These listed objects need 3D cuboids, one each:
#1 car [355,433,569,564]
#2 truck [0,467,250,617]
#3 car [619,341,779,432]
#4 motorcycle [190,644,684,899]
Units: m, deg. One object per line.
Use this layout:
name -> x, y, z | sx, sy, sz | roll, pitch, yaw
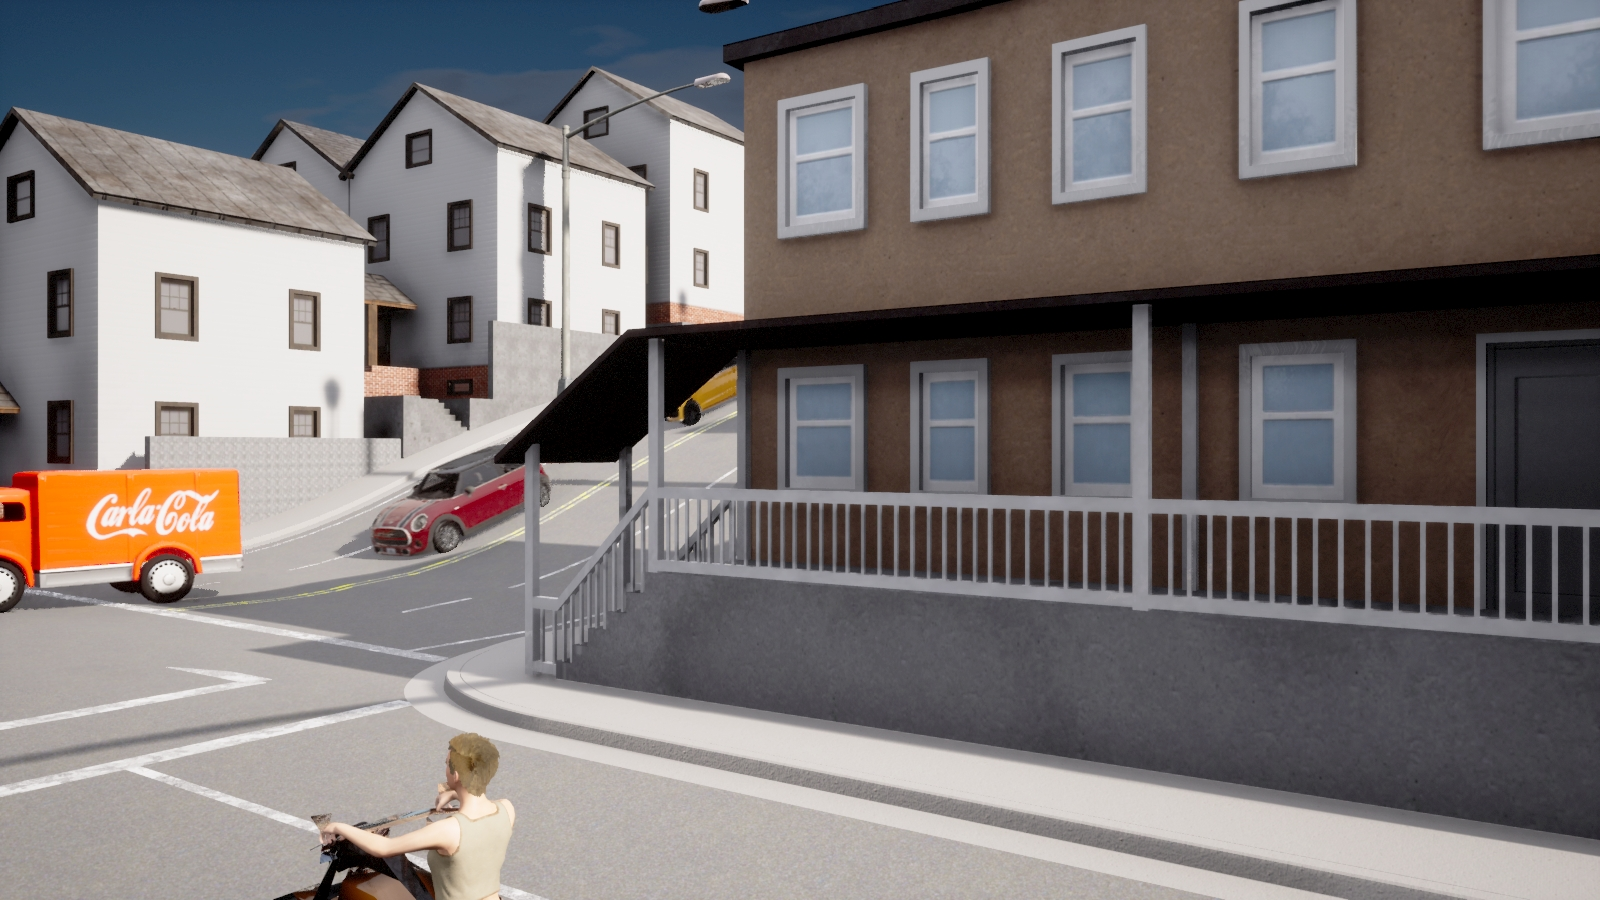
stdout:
car -> -8.229, 1.077, 28.306 | 2.097, 1.767, 4.553 | 0, 17, 34
truck -> -13.524, 1.616, 21.383 | 5.204, 2.467, 2.627 | -1, 0, -45
car -> -3.077, -2.050, 36.026 | 2.152, 1.651, 5.027 | 0, 17, 34
motorcycle -> -1.647, 1.905, 4.943 | 2.356, 1.802, 0.764 | 0, 0, 35
